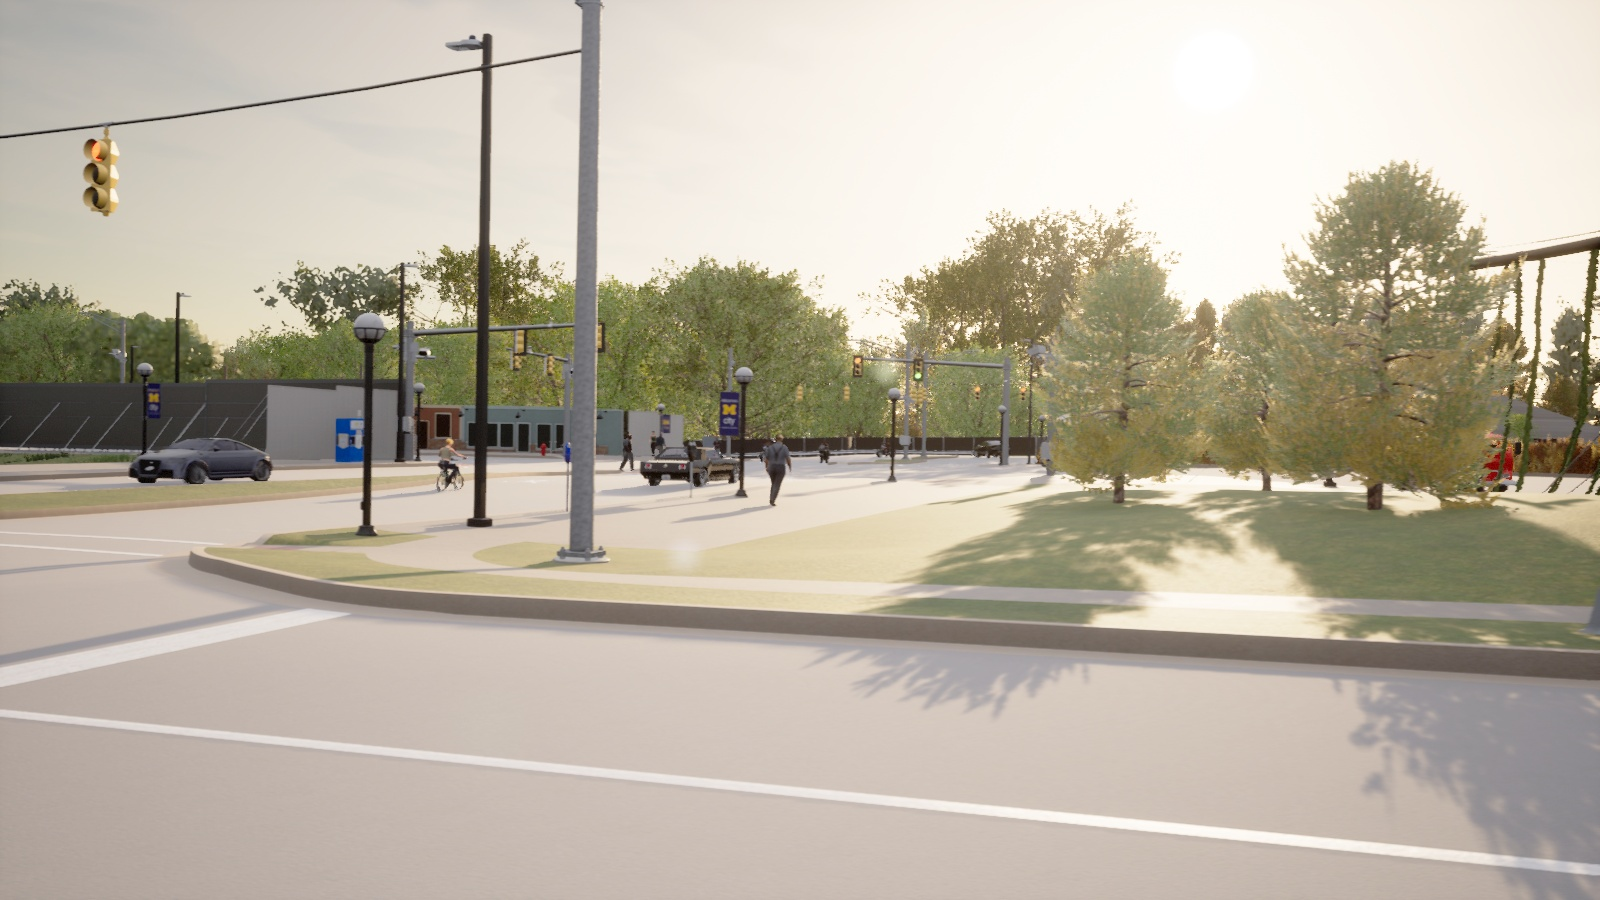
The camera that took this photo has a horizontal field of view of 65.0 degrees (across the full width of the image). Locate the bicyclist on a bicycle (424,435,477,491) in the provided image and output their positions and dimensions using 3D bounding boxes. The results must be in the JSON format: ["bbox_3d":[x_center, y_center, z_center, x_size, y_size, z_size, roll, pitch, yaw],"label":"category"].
[{"bbox_3d":[-10.519,0.378,37.843,0.866,1.612,1.509,2,2,15],"label":"bicyclist on a bicycle"}]

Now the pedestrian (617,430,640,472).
[{"bbox_3d":[-7.920,0.039,58.022,0.849,1.883,0.563,2,2,22],"label":"pedestrian"}]

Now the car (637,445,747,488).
[{"bbox_3d":[-3.544,0.510,42.143,1.895,1.301,4.718,1,1,19],"label":"car"}]

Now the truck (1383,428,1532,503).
[{"bbox_3d":[23.726,0.494,45.639,2.627,2.467,5.204,2,1,0],"label":"truck"}]

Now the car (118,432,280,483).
[{"bbox_3d":[-17.932,0.188,37.677,1.994,1.385,4.181,2,1,19],"label":"car"}]

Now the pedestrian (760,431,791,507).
[{"bbox_3d":[-0.600,0.466,31.264,0.540,1.848,0.694,2,2,15],"label":"pedestrian"}]
